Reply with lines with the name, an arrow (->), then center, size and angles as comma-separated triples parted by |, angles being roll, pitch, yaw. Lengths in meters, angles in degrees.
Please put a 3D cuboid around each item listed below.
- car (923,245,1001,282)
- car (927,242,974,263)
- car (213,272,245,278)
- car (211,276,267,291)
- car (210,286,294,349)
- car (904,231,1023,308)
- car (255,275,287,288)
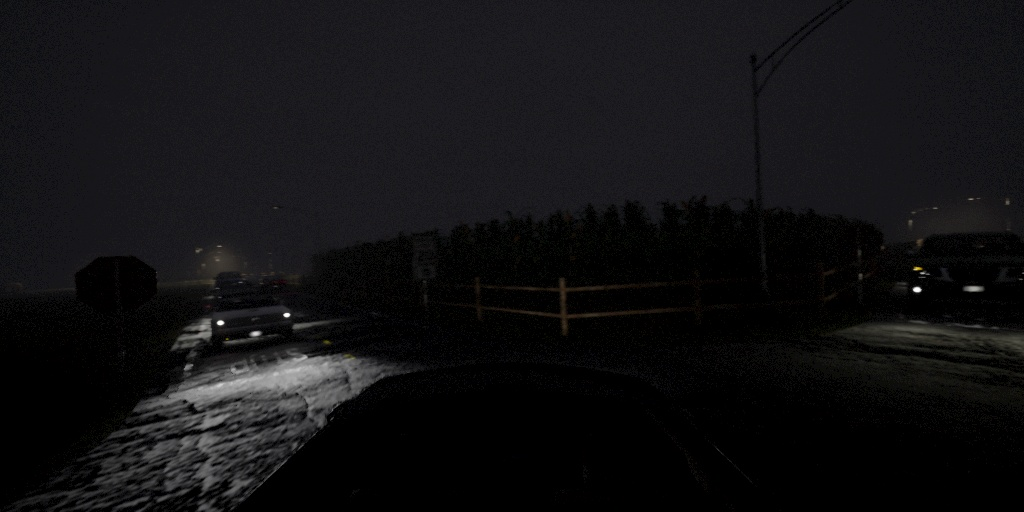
car -> 21.140, 0.274, 17.029 | 5.357, 1.411, 2.033 | -3, 0, -40
car -> 33.034, -0.297, 27.100 | 5.357, 1.411, 2.033 | -3, 0, -40
car -> -27.948, 2.586, 35.474 | 2.150, 2.045, 5.566 | -3, -1, -39
car -> -15.389, 2.137, 20.023 | 2.128, 1.511, 4.902 | -3, 0, -39
car -> -8.217, 1.837, 11.247 | 1.895, 1.301, 4.718 | -3, 0, -39
car -> 13.186, 0.330, 10.341 | 5.566, 2.045, 2.150 | -3, 0, -39
car -> -21.624, 2.506, 32.309 | 1.882, 1.535, 5.008 | -3, 0, -39
